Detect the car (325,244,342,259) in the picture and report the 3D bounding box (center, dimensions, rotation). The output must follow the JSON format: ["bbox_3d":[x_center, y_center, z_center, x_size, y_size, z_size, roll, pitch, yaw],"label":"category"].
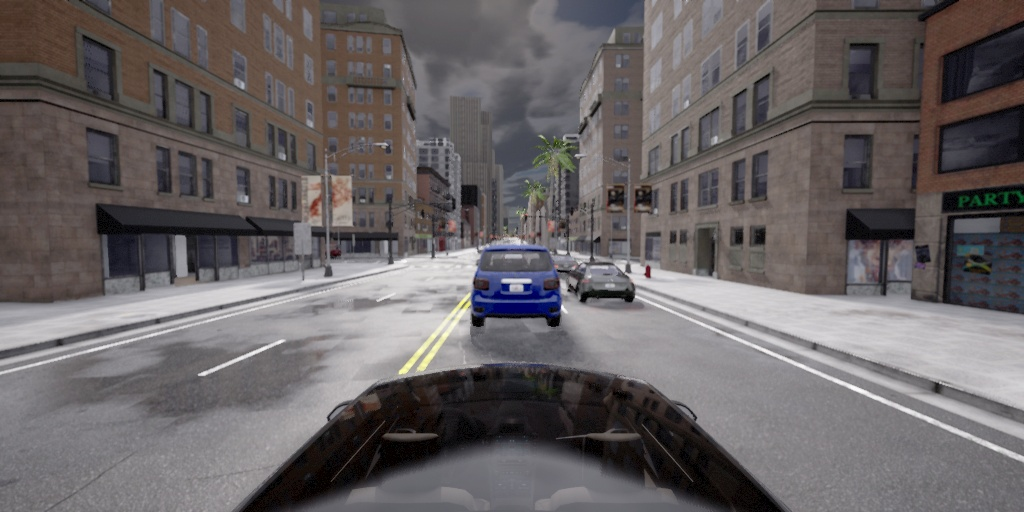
[{"bbox_3d":[-23.892,-0.562,44.498,5.009,1.841,2.192,0,0,-9],"label":"car"}]

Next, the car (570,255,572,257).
[{"bbox_3d":[3.252,0.562,24.112,2.033,1.411,5.357,0,2,0],"label":"car"}]

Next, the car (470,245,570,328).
[{"bbox_3d":[0.099,0.686,10.362,2.150,2.045,5.566,0,2,0],"label":"car"}]

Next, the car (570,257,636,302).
[{"bbox_3d":[3.327,0.906,14.119,1.994,1.385,4.181,0,2,0],"label":"car"}]
